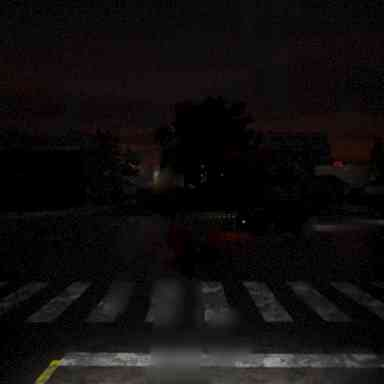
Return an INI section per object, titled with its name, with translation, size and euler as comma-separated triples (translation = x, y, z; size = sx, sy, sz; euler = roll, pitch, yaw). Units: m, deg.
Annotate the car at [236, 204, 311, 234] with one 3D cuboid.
[car]
translation = 4.771, 1.454, 18.976
size = 5.008, 1.535, 1.882
euler = 1, -2, -36
